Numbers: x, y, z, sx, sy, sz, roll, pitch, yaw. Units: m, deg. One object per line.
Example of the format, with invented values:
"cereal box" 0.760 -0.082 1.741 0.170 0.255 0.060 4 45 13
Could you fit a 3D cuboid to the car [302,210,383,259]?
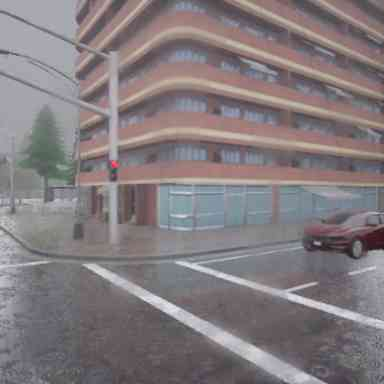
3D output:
"car" 6.312 1.478 12.777 5.008 1.535 1.882 0 0 -35
